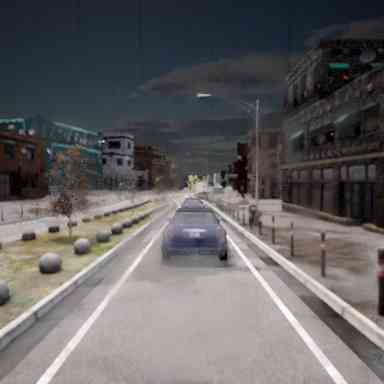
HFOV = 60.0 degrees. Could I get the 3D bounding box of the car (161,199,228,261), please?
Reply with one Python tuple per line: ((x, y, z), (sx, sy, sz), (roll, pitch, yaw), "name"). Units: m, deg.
((0.089, 1.316, 12.251), (2.097, 1.767, 4.553), (0, 0, 0), "car")
